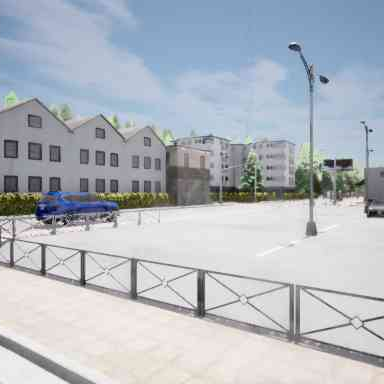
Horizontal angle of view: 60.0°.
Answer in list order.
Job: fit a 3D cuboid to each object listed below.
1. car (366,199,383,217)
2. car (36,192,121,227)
[{"bbox_3d":[15.381,1.298,26.840,2.007,1.523,4.514,0,0,35],"label":"car"},{"bbox_3d":[-7.141,1.030,21.414,2.150,2.045,5.566,0,0,33],"label":"car"}]
